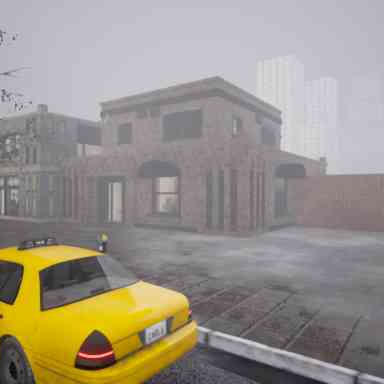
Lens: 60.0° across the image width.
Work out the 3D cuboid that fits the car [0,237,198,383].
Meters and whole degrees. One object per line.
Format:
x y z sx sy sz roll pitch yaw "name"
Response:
-2.469 1.454 5.008 5.366 1.575 1.801 0 0 35 "car"
